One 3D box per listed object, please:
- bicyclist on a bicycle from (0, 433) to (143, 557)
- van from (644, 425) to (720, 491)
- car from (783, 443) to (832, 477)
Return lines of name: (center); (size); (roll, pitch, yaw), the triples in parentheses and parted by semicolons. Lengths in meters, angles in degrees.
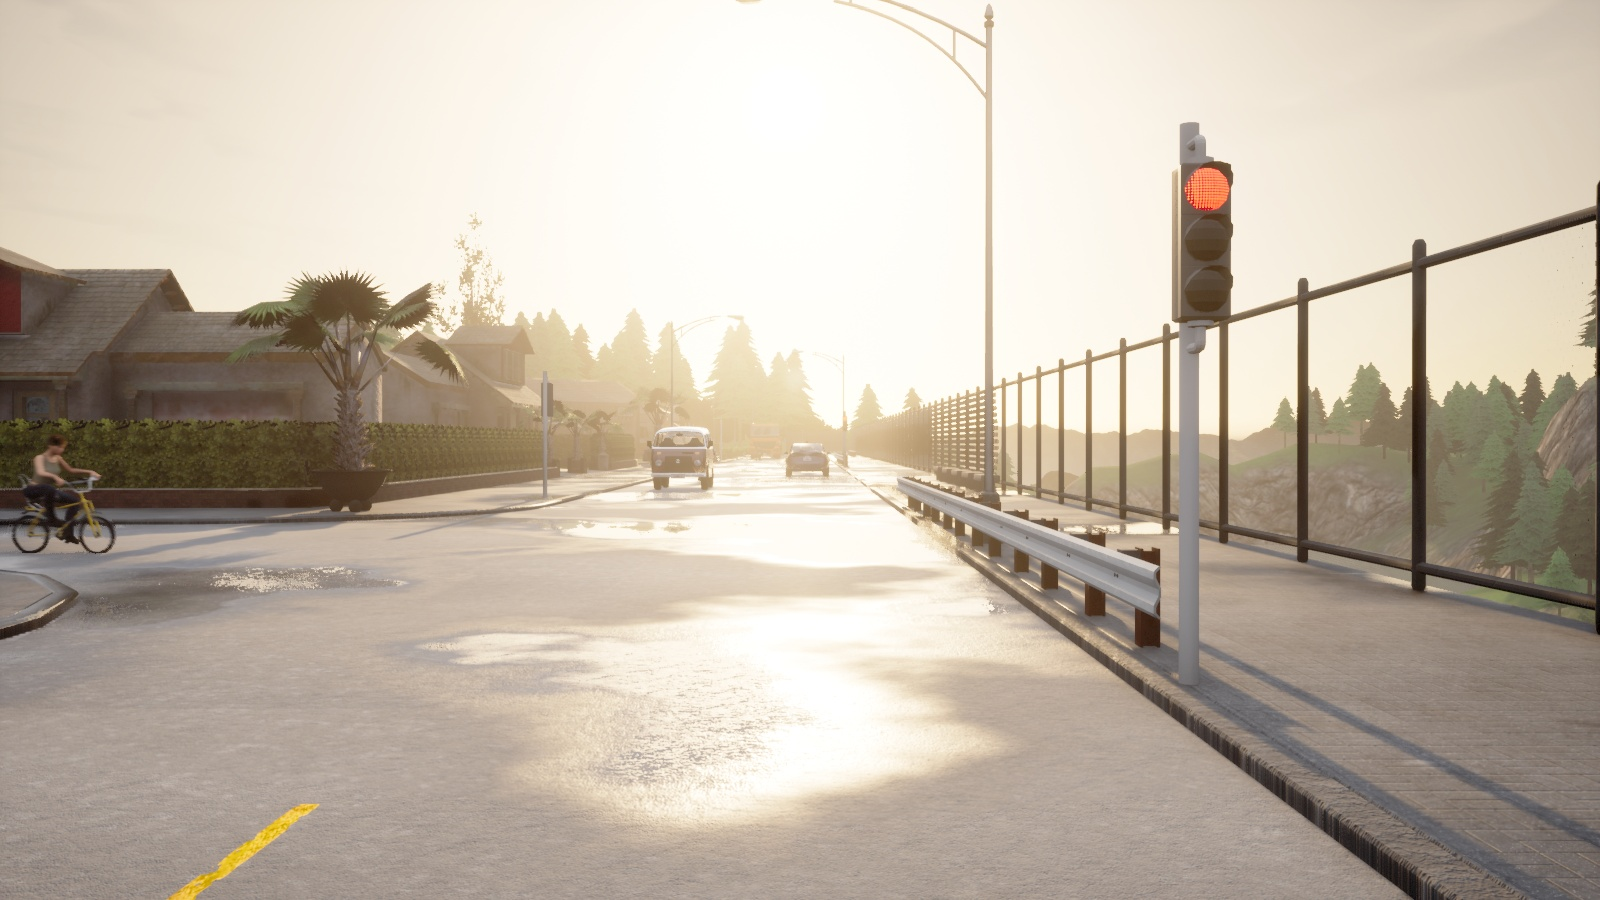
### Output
bicyclist on a bicycle: (-9.816, 0.580, 16.873); (1.509, 1.612, 0.866); (0, 2, 6)
van: (-3.779, 0.236, 40.949); (2.069, 2.038, 4.480); (0, 0, 0)
car: (0.337, 0.424, 57.103); (2.163, 1.488, 4.792); (0, 0, 0)
